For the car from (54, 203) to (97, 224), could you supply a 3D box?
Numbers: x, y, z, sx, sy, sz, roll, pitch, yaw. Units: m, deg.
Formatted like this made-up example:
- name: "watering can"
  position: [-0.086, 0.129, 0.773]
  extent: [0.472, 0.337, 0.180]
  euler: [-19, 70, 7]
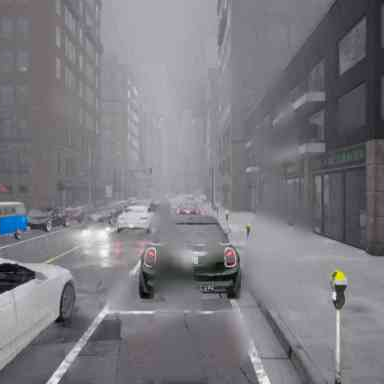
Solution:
- name: "car"
  position: [-8.815, 1.585, 25.481]
  extent: [1.802, 1.307, 4.206]
  euler: [0, 0, 0]

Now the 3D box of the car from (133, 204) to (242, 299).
- name: "car"
  position: [-0.033, 1.353, 8.620]
  extent: [2.097, 1.767, 4.553]
  euler: [0, 0, 0]

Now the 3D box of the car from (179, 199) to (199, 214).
- name: "car"
  position: [-0.290, 1.558, 36.484]
  extent: [2.008, 1.369, 4.403]
  euler: [0, 0, 0]

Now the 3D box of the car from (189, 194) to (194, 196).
- name: "car"
  position: [-0.257, 1.501, 84.576]
  extent: [1.967, 1.590, 4.097]
  euler: [0, 0, 0]

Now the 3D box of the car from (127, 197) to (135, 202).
- name: "car"
  position: [-8.815, 1.591, 41.985]
  extent: [1.802, 1.307, 4.206]
  euler: [0, 0, 0]

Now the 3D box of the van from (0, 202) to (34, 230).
- name: "van"
  position: [-8.815, 1.342, 14.478]
  extent: [1.690, 1.788, 3.998]
  euler: [0, 0, 0]

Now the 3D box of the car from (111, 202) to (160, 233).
- name: "car"
  position: [-3.148, 1.527, 19.592]
  extent: [1.812, 1.442, 4.674]
  euler: [0, 0, 0]

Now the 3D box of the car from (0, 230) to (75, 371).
- name: "car"
  position: [-3.042, 1.525, 4.209]
  extent: [1.812, 1.442, 4.674]
  euler: [0, 0, 0]

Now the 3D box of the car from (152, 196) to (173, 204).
- name: "car"
  position: [-3.049, 1.483, 32.274]
  extent: [1.882, 1.535, 5.008]
  euler: [0, 0, 0]

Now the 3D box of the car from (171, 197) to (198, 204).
- name: "car"
  position: [-0.290, 1.443, 25.481]
  extent: [1.967, 1.590, 4.097]
  euler: [0, 0, 0]

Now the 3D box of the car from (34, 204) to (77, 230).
- name: "car"
  position: [-8.815, 1.568, 19.979]
  extent: [1.947, 1.339, 4.313]
  euler: [0, 0, 0]

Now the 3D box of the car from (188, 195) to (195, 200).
- name: "car"
  position: [-0.237, 1.636, 95.394]
  extent: [2.008, 1.369, 4.403]
  euler: [0, 0, 0]

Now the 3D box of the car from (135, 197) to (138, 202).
- name: "car"
  position: [-8.816, 1.452, 47.486]
  extent: [1.967, 1.590, 4.097]
  euler: [0, 0, 0]

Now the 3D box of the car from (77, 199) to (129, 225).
- name: "car"
  position: [-6.244, 1.494, 23.916]
  extent: [2.128, 1.511, 4.902]
  euler: [0, 0, 0]
